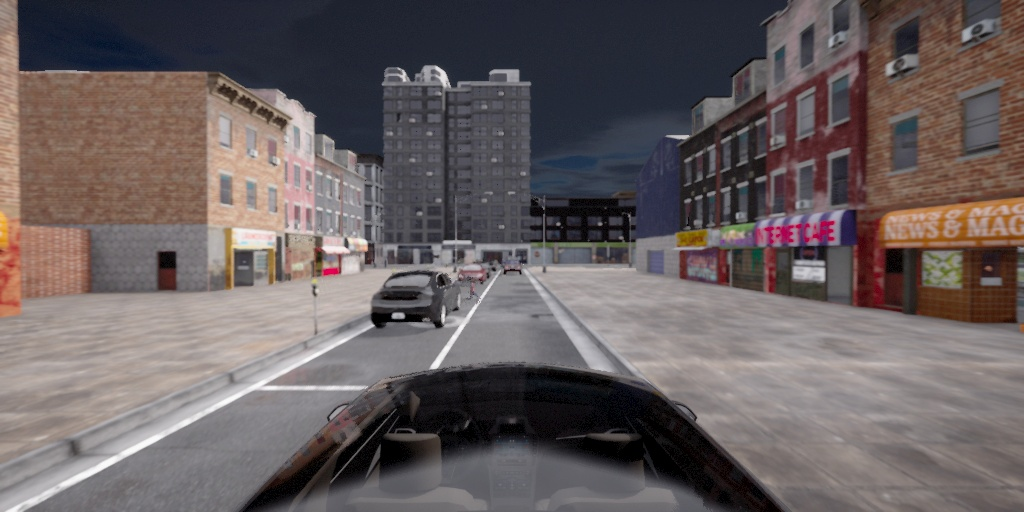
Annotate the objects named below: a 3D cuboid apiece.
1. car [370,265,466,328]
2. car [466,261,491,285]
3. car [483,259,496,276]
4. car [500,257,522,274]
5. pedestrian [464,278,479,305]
[{"bbox_3d":[-2.751,1.192,11.112,1.837,1.490,4.892,0,0,0],"label":"car"},{"bbox_3d":[-2.641,1.177,24.479,1.802,1.307,4.207,0,0,0],"label":"car"},{"bbox_3d":[-2.642,1.124,29.931,1.948,1.339,4.313,0,0,0],"label":"car"},{"bbox_3d":[0.073,1.064,36.114,2.033,1.411,5.357,0,0,0],"label":"car"},{"bbox_3d":[-1.580,0.960,14.055,0.375,1.860,0.375,0,1,0],"label":"pedestrian"}]
